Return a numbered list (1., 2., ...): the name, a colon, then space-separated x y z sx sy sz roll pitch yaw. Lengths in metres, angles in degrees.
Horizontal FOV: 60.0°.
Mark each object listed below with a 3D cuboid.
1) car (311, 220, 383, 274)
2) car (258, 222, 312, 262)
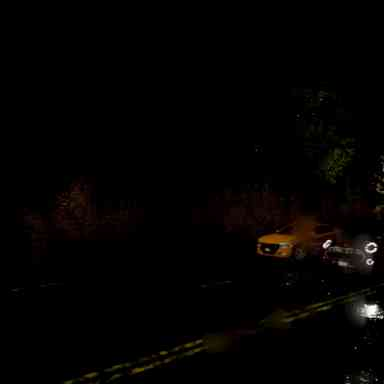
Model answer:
1. car: 6.955 1.884 12.643 4.553 1.767 2.097 1 -3 -35
2. car: 5.177 2.162 15.353 5.008 1.535 1.882 1 -3 -35
